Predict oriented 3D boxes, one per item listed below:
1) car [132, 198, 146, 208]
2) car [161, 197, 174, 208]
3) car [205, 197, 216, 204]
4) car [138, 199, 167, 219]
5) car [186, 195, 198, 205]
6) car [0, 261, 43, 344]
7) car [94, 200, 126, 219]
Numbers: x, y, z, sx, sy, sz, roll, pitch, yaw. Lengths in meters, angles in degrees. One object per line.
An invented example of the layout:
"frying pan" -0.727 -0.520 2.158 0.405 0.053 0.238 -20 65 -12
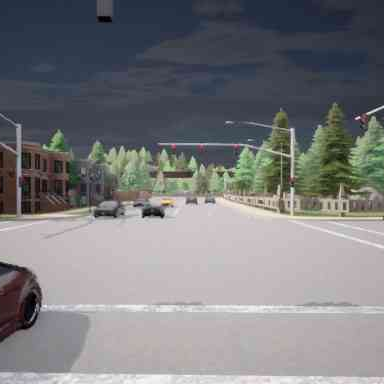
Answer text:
"car" -7.122 1.563 47.075 1.994 1.385 4.181 0 0 0
"car" -3.621 1.477 47.364 1.882 1.535 5.008 0 0 0
"car" 3.532 1.564 65.205 1.994 1.385 4.181 0 0 0
"car" -3.399 1.601 29.236 1.895 1.301 4.718 0 0 -4
"car" -0.063 1.352 60.224 2.097 1.767 4.553 0 0 0
"car" -3.604 1.564 4.125 1.994 1.385 4.181 0 0 0
"car" -7.130 1.478 29.136 1.882 1.535 5.008 0 0 0
